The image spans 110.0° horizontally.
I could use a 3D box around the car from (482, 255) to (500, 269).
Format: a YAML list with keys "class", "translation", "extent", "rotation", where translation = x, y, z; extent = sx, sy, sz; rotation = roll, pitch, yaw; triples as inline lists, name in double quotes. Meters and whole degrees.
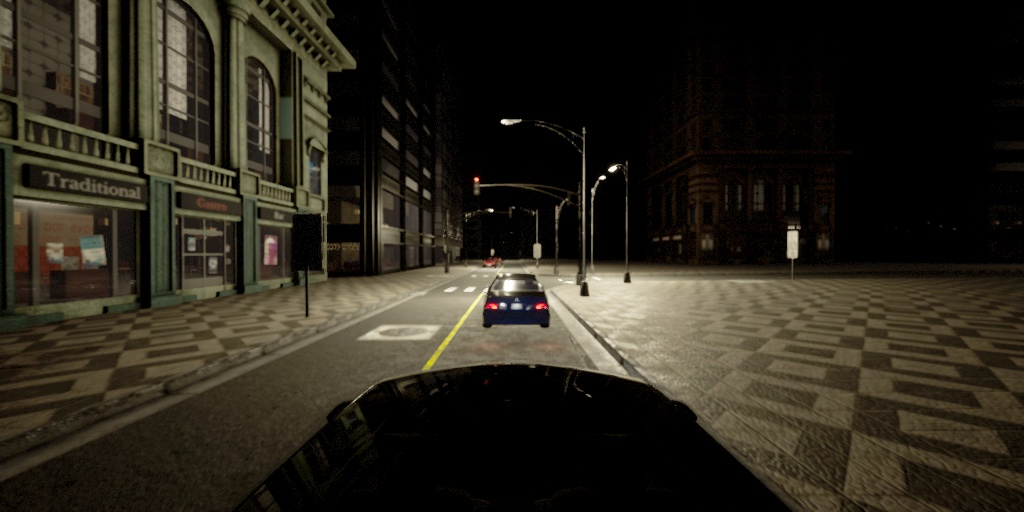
- class: "car"
  translation: [-3.018, 0.949, 49.397]
  extent: [1.812, 1.442, 4.674]
  rotation: [0, 0, 0]

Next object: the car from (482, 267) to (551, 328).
- class: "car"
  translation: [0.110, 1.232, 11.096]
  extent: [2.033, 1.411, 5.357]
  rotation: [0, 0, 0]
